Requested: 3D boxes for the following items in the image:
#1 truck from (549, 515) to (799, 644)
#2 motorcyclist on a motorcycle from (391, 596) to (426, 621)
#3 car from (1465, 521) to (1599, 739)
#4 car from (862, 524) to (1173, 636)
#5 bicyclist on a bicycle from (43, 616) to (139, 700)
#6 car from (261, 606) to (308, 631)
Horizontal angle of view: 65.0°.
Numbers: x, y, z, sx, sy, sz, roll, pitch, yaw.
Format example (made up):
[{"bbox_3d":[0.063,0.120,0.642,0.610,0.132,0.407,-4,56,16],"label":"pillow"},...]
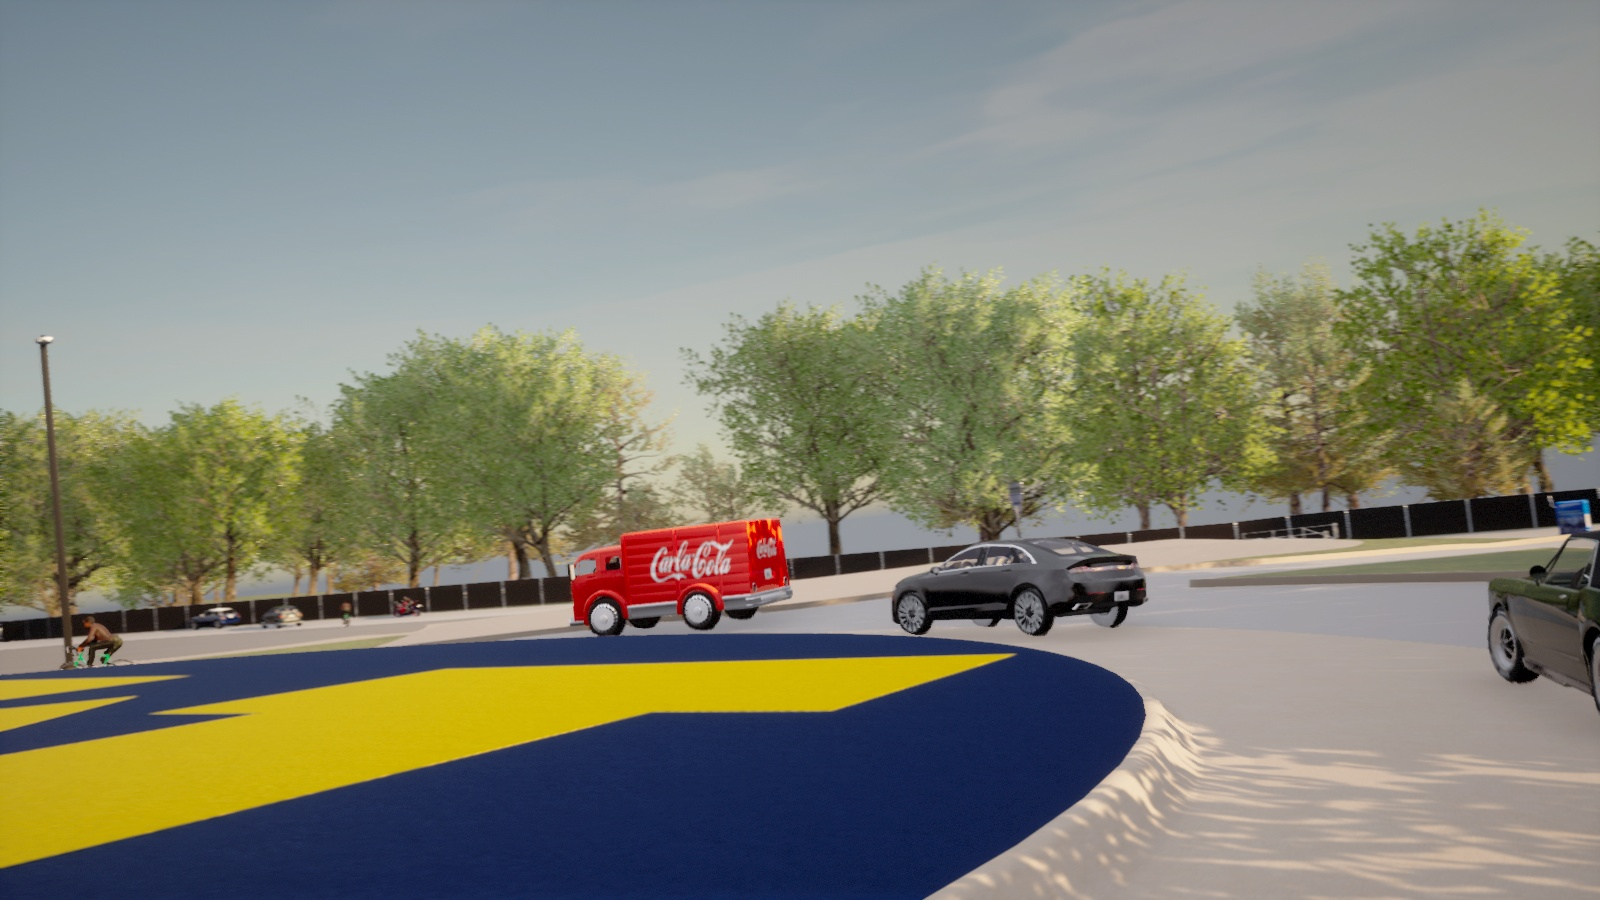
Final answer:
[{"bbox_3d":[-3.063,3.149,30.688,5.204,2.467,2.627,-8,-4,22],"label":"truck"},{"bbox_3d":[-27.716,11.229,88.977,2.191,1.530,0.866,-6,-3,20],"label":"motorcyclist on a motorcycle"},{"bbox_3d":[6.183,1.136,8.745,1.895,1.301,4.718,-3,-4,18],"label":"car"},{"bbox_3d":[3.369,2.172,20.553,2.128,1.511,4.902,0,-7,-33],"label":"car"},{"bbox_3d":[-14.978,4.398,26.578,1.656,1.620,0.582,-3,-10,-10],"label":"bicyclist on a bicycle"},{"bbox_3d":[-36.891,12.047,89.790,1.789,1.549,3.705,-2,-4,-44],"label":"car"}]
